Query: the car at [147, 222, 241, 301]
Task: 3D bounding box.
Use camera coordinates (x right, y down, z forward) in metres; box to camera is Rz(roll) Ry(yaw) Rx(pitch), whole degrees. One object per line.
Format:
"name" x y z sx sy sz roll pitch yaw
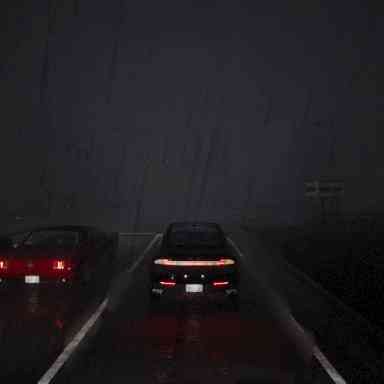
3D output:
"car" 0.060 1.492 8.329 2.128 1.511 4.902 0 0 0

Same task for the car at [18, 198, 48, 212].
"car" -18.585 1.477 39.292 1.882 1.535 5.008 0 0 0

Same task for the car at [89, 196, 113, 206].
"car" -15.068 1.563 55.170 1.994 1.385 4.181 0 0 0

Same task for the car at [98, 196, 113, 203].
"car" -18.477 1.595 71.211 1.895 1.301 4.718 0 0 0

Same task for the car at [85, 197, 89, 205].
"car" -18.562 1.525 55.853 1.812 1.442 4.674 0 0 0

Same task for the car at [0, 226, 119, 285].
"car" -3.432 1.601 9.415 1.895 1.301 4.718 0 0 0

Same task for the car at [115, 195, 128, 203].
"car" -14.977 1.355 70.604 2.097 1.767 4.553 0 0 0

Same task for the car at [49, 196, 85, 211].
"car" -15.084 1.351 40.156 2.097 1.767 4.553 0 0 0
